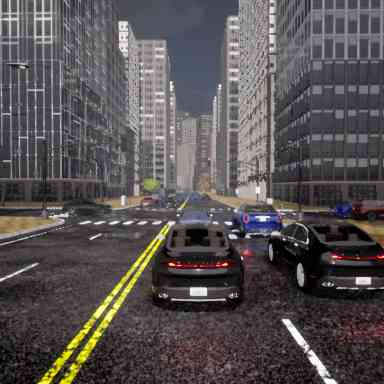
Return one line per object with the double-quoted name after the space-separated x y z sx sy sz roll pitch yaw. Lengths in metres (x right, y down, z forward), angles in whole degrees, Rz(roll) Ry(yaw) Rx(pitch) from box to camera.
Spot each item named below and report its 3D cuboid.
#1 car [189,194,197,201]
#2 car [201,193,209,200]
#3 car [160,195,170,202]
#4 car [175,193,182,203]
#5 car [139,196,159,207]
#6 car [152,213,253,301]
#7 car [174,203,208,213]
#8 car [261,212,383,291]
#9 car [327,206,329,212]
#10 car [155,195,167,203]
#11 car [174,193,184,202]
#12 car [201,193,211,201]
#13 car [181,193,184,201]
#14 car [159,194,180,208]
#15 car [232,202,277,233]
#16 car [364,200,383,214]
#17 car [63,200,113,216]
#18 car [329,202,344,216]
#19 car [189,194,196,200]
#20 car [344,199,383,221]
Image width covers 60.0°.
0.217 1.392 79.355 1.882 1.535 5.008 0 0 0 "car"
3.495 1.092 89.732 2.097 1.767 4.553 0 0 0 "car"
-6.288 1.449 77.938 1.812 1.442 4.674 0 0 0 "car"
-3.176 1.457 57.625 1.837 1.490 4.892 0 0 0 "car"
-6.454 1.488 49.059 1.812 1.442 4.674 0 0 2 "car"
0.120 1.500 8.255 1.837 1.490 4.892 0 0 0 "car"
0.149 1.537 17.810 2.033 1.411 5.357 0 0 0 "car"
3.375 1.500 8.961 1.837 1.490 4.892 0 0 0 "car"
16.521 1.615 34.301 4.892 1.490 1.837 1 1 1 "car"
-6.334 1.416 67.668 1.882 1.535 5.008 0 0 0 "car"
-3.038 1.150 77.898 2.150 2.045 5.566 0 0 0 "car"
3.468 1.392 79.343 1.882 1.535 5.008 0 0 0 "car"
-3.090 1.465 67.446 1.812 1.442 4.674 0 0 1 "car"
-3.209 1.468 48.286 1.837 1.490 4.892 0 0 0 "car"
3.397 1.341 18.044 2.097 1.767 4.553 0 0 0 "car"
21.910 1.641 36.792 4.829 1.417 1.752 1 0 1 "car"
-9.842 1.453 31.585 4.674 1.442 1.812 0 1 1 "car"
15.979 1.635 31.110 5.008 1.535 1.882 0 1 1 "car"
0.245 1.215 89.772 1.882 1.535 5.008 0 0 0 "car"
16.279 1.518 28.521 5.009 1.841 2.192 1 0 1 "car"
